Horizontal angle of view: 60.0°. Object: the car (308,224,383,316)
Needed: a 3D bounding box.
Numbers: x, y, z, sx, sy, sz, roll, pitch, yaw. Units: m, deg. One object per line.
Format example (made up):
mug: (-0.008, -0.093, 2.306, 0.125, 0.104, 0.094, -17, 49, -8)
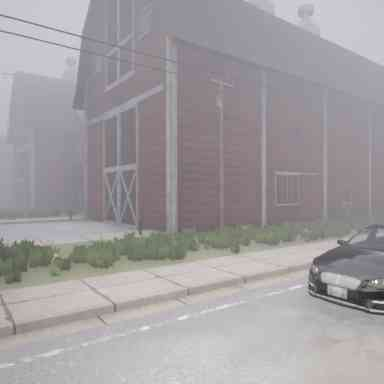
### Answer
car: (4.521, 1.464, 7.216, 4.902, 1.511, 2.128, 0, 0, -36)
